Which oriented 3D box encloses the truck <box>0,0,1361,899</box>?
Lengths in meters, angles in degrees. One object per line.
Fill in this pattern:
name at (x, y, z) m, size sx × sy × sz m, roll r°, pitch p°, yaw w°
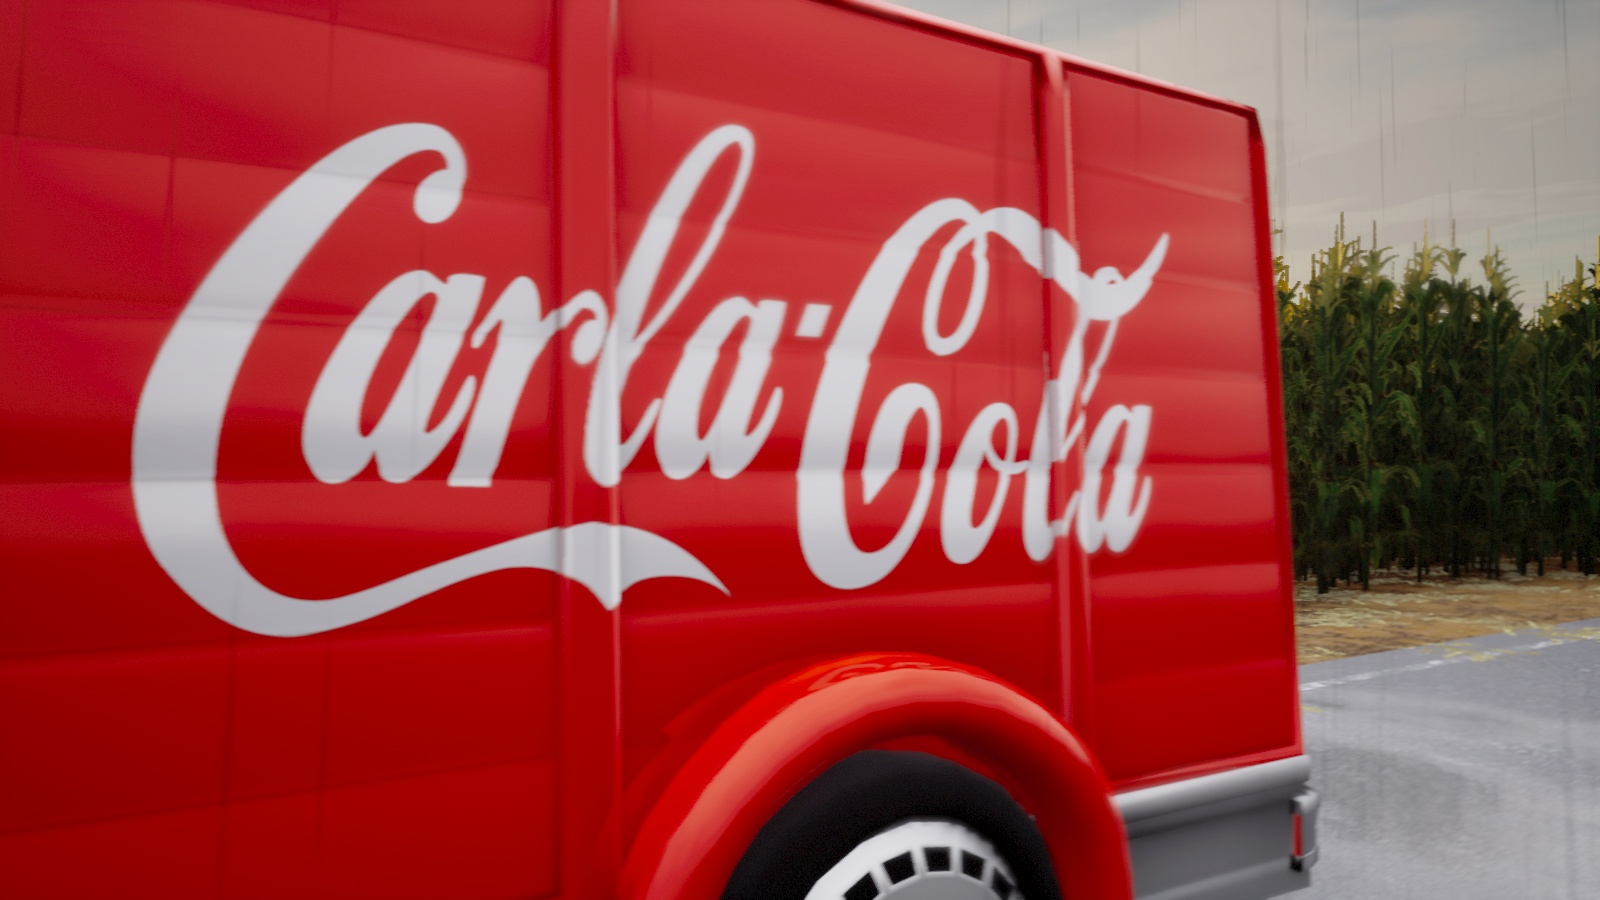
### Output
truck at (-1.553, 0.268, 2.580) m, size 5.204 × 2.467 × 2.627 m, roll 0°, pitch 0°, yaw -35°
